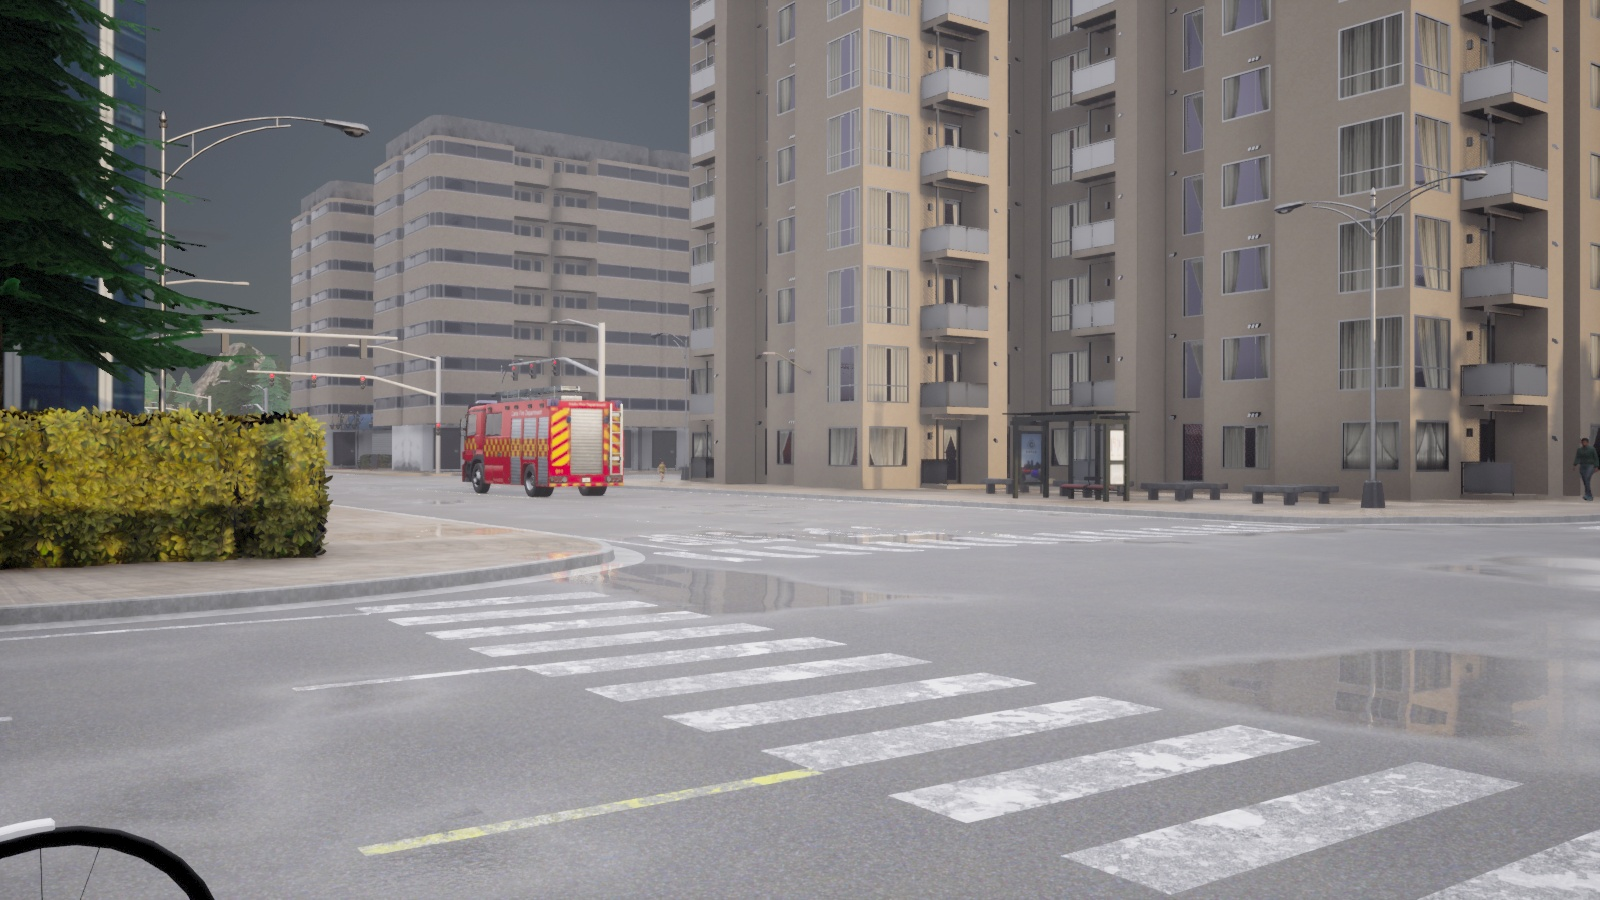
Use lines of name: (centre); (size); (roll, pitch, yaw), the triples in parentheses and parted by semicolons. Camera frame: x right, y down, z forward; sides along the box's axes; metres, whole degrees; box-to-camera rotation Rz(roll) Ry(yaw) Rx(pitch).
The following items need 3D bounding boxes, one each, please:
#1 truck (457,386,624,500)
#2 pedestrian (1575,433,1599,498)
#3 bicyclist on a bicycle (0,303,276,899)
truck: (-9.774, -0.230, 46.430); (2.891, 3.827, 8.468); (0, 0, -35)
pedestrian: (22.334, 0.439, 35.638); (0.614, 1.847, 0.353); (0, 0, -34)
bicyclist on a bicycle: (-2.003, 0.625, 2.277); (1.843, 1.776, 0.659); (0, 0, -35)
